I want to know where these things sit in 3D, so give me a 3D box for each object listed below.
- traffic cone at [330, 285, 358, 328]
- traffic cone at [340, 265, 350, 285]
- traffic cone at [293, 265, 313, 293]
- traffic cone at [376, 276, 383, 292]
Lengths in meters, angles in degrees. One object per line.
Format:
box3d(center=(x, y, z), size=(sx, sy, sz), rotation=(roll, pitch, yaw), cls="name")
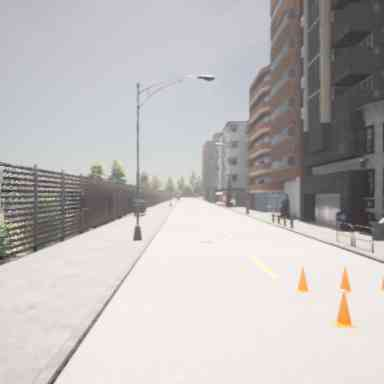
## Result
box3d(center=(2.643, 2.003, 5.790), size=(0.340, 0.580, 0.340), rotation=(0, 0, -1), cls="traffic cone")
box3d(center=(3.595, 2.019, 7.814), size=(0.340, 0.580, 0.340), rotation=(0, 0, -1), cls="traffic cone")
box3d(center=(2.596, 2.017, 7.790), size=(0.340, 0.580, 0.340), rotation=(0, 0, -1), cls="traffic cone")
box3d(center=(4.595, 2.021, 7.837), size=(0.340, 0.580, 0.340), rotation=(0, 0, -1), cls="traffic cone")
